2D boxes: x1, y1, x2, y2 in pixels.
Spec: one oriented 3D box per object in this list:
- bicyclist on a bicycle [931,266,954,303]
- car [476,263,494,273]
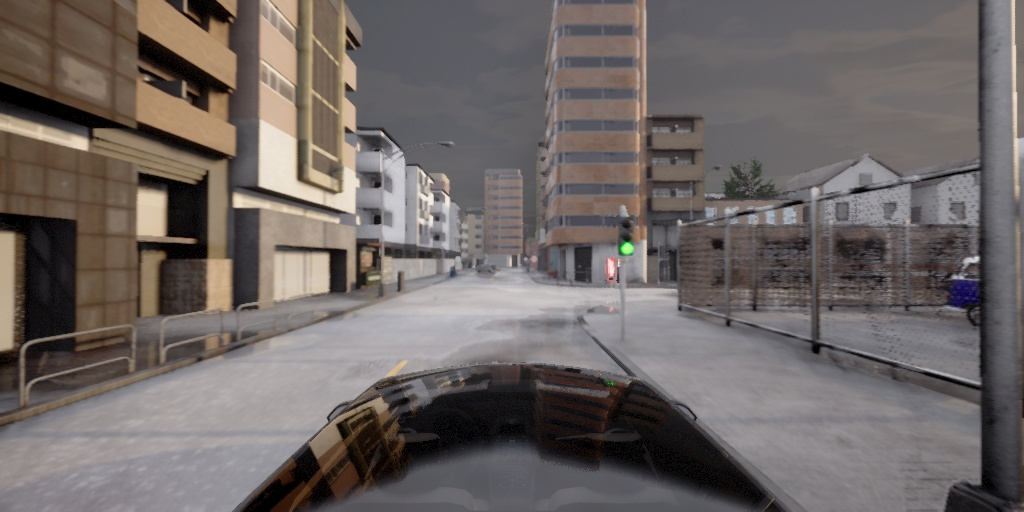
[{"bbox_3d":[18.171,1.221,14.756,0.582,1.620,1.656,0,0,0],"label":"bicyclist on a bicycle"},{"bbox_3d":[-4.024,1.818,51.875,1.895,1.301,4.718,0,-1,1],"label":"car"}]
